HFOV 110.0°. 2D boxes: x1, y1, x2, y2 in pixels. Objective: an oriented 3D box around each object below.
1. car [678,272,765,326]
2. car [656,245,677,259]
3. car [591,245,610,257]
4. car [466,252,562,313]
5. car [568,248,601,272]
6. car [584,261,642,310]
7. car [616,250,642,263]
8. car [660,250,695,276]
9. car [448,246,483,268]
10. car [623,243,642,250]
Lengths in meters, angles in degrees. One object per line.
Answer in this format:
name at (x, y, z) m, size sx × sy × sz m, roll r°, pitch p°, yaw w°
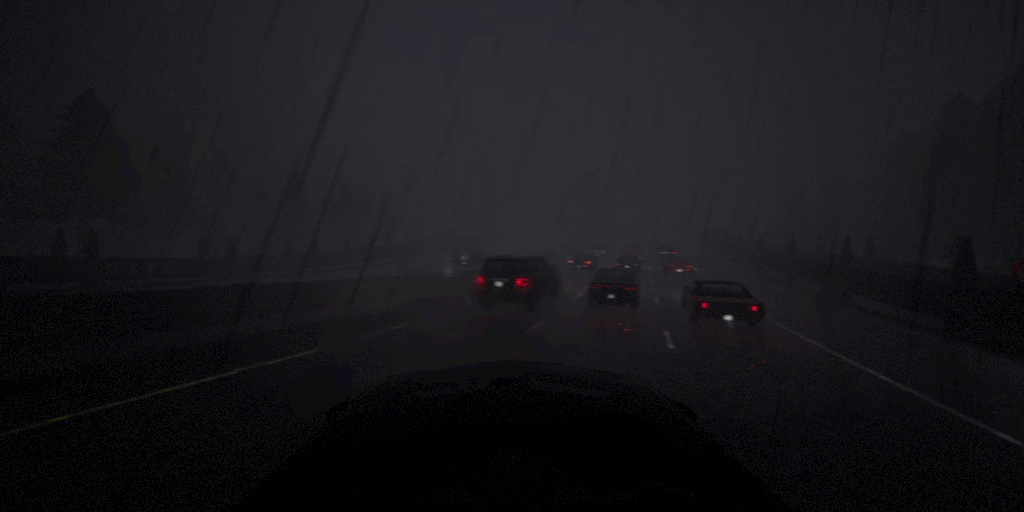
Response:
car at (7.199, 1.497, 12.734) m, size 1.895 × 1.301 × 4.718 m, roll 1°, pitch 2°, yaw 20°
car at (16.442, -0.512, 38.101) m, size 2.033 × 1.411 × 5.357 m, roll 1°, pitch 6°, yaw 20°
car at (10.019, -0.655, 40.902) m, size 1.895 × 1.301 × 4.718 m, roll 1°, pitch 6°, yaw 20°
car at (0.474, 0.977, 14.703) m, size 2.150 × 2.045 × 5.566 m, roll 1°, pitch 2°, yaw 20°
car at (5.928, 0.466, 29.652) m, size 1.812 × 1.442 × 4.674 m, roll 1°, pitch 5°, yaw 20°
car at (4.520, 1.259, 15.562) m, size 1.882 × 1.535 × 5.008 m, roll 1°, pitch 2°, yaw 20°
car at (9.139, 0.601, 28.257) m, size 1.994 × 1.385 × 4.181 m, roll 1°, pitch 5°, yaw 21°
car at (12.301, 0.666, 26.719) m, size 1.812 × 1.442 × 4.674 m, roll 1°, pitch 5°, yaw 21°
car at (-4.081, 0.075, 33.135) m, size 2.097 × 1.767 × 4.553 m, roll 1°, pitch 5°, yaw 20°
car at (13.613, -0.792, 40.498) m, size 1.882 × 1.535 × 5.008 m, roll 1°, pitch 7°, yaw 21°
